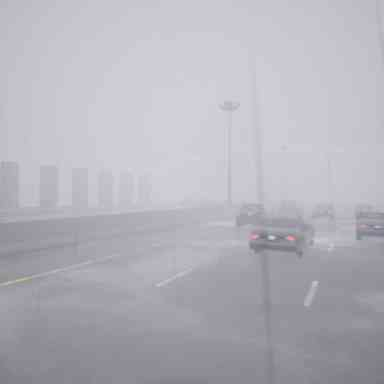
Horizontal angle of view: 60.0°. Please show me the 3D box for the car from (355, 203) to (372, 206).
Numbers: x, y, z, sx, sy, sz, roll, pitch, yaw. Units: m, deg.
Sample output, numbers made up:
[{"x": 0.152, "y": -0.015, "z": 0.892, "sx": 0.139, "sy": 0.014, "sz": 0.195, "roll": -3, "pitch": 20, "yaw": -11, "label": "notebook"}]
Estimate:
[{"x": 17.157, "y": 1.812, "z": 32.958, "sx": 1.994, "sy": 1.385, "sz": 4.181, "roll": 0, "pitch": -1, "yaw": 26, "label": "car"}]

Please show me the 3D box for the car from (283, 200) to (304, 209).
[{"x": 10.563, "y": 1.617, "z": 35.395, "sx": 2.097, "sy": 1.767, "sz": 4.553, "roll": 0, "pitch": 0, "yaw": 26, "label": "car"}]

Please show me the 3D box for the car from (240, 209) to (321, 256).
[{"x": 3.884, "y": 1.651, "z": 13.772, "sx": 2.033, "sy": 1.411, "sz": 5.357, "roll": 0, "pitch": 0, "yaw": 26, "label": "car"}]

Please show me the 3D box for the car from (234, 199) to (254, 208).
[{"x": 9.103, "y": 1.972, "z": 57.468, "sx": 2.033, "sy": 1.411, "sz": 5.357, "roll": 0, "pitch": 0, "yaw": 25, "label": "car"}]

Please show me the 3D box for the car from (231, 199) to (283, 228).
[{"x": 4.689, "y": 1.524, "z": 23.314, "sx": 2.097, "sy": 1.767, "sz": 4.553, "roll": 0, "pitch": -1, "yaw": 26, "label": "car"}]

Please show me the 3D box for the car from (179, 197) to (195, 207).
[{"x": -0.641, "y": 1.801, "z": 61.393, "sx": 2.097, "sy": 1.767, "sz": 4.553, "roll": 0, "pitch": 0, "yaw": 25, "label": "car"}]

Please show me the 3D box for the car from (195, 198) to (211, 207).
[{"x": 2.836, "y": 1.950, "z": 60.580, "sx": 1.837, "sy": 1.490, "sz": 4.892, "roll": 0, "pitch": -1, "yaw": 25, "label": "car"}]

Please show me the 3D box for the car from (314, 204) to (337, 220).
[{"x": 12.259, "y": 1.778, "z": 30.827, "sx": 2.033, "sy": 1.411, "sz": 5.357, "roll": 0, "pitch": -1, "yaw": 26, "label": "car"}]

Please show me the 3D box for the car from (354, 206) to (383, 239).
[{"x": 9.671, "y": 1.681, "z": 17.587, "sx": 2.033, "sy": 1.411, "sz": 5.357, "roll": 0, "pitch": 0, "yaw": 26, "label": "car"}]

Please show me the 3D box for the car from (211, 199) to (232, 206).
[{"x": 5.784, "y": 1.979, "z": 58.629, "sx": 2.033, "sy": 1.411, "sz": 5.357, "roll": 0, "pitch": 0, "yaw": 25, "label": "car"}]
